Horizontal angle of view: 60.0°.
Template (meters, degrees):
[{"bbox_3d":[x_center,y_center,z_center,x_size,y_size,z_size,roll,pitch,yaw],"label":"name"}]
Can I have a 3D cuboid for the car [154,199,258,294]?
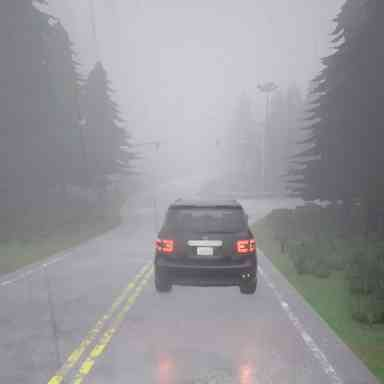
[{"bbox_3d":[0.381,1.193,8.898,2.150,2.045,5.566,0,0,3],"label":"car"}]
